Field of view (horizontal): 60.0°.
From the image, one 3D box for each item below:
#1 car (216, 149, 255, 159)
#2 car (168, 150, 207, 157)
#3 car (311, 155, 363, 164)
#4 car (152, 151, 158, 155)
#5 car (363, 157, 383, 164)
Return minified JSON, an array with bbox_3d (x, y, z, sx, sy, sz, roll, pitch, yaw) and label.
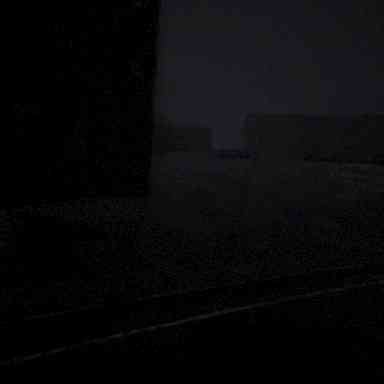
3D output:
[{"bbox_3d":[4.986,-4.028,38.110,4.553,1.767,2.185,3,-2,4],"label":"car"},{"bbox_3d":[-0.495,-4.120,38.493,4.674,1.452,2.002,3,-2,4],"label":"car"},{"bbox_3d":[15.882,-3.385,37.333,4.892,1.521,2.231,3,-2,4],"label":"car"},{"bbox_3d":[-6.143,-4.552,38.900,4.553,1.767,2.185,3,-2,4],"label":"car"},{"bbox_3d":[21.382,-3.111,36.950,4.892,1.521,2.231,3,-2,4],"label":"car"}]
